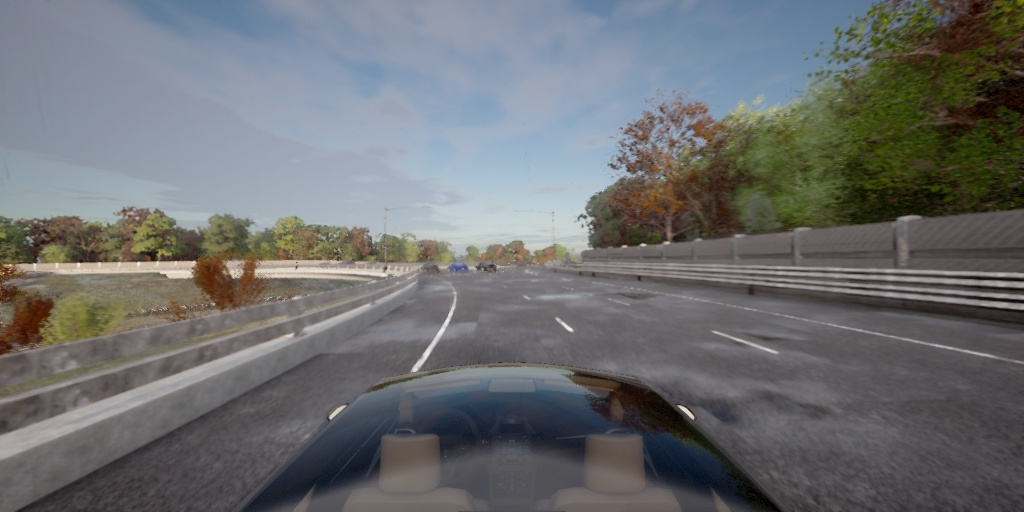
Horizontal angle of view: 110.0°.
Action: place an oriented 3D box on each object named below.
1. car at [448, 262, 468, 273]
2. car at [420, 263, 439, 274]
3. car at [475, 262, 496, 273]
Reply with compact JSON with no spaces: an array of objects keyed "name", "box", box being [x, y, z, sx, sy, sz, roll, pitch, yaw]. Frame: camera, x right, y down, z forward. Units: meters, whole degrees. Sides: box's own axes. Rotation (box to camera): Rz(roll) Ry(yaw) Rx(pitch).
[{"name":"car","box":[-7.732,1.631,51.092,1.882,1.535,5.008,-1,0,-26]},{"name":"car","box":[-11.867,1.747,51.562,1.837,1.490,4.892,0,-1,-27]},{"name":"car","box":[-3.808,1.575,51.029,1.837,1.490,4.892,0,-1,-25]}]
